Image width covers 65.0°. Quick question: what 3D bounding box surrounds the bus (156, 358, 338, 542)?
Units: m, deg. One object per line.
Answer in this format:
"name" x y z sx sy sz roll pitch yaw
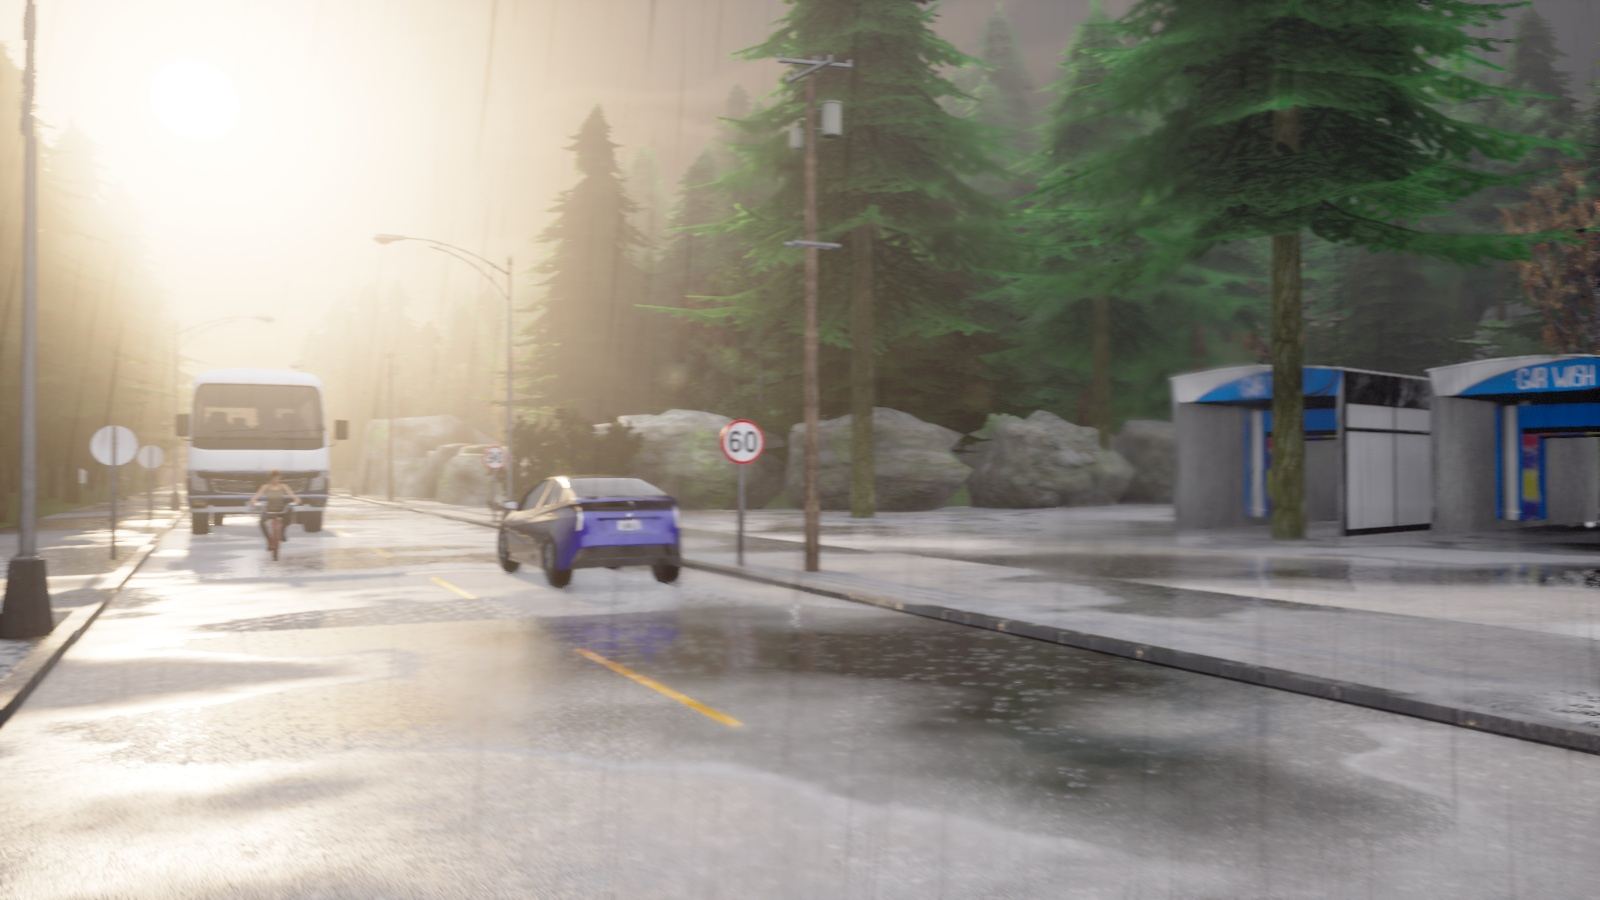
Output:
"bus" -15.285 0.171 34.482 3.944 4.253 10.273 0 -2 -25

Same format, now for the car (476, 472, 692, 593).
"car" -3.337 1.109 18.595 2.007 1.525 4.514 0 -1 -25

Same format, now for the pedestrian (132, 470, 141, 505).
"pedestrian" -35.347 2.003 66.909 0.431 1.840 0.703 0 -1 -25

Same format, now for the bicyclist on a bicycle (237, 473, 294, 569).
"bicyclist on a bicycle" -9.460 1.219 22.190 0.866 1.612 1.509 0 -1 -25
